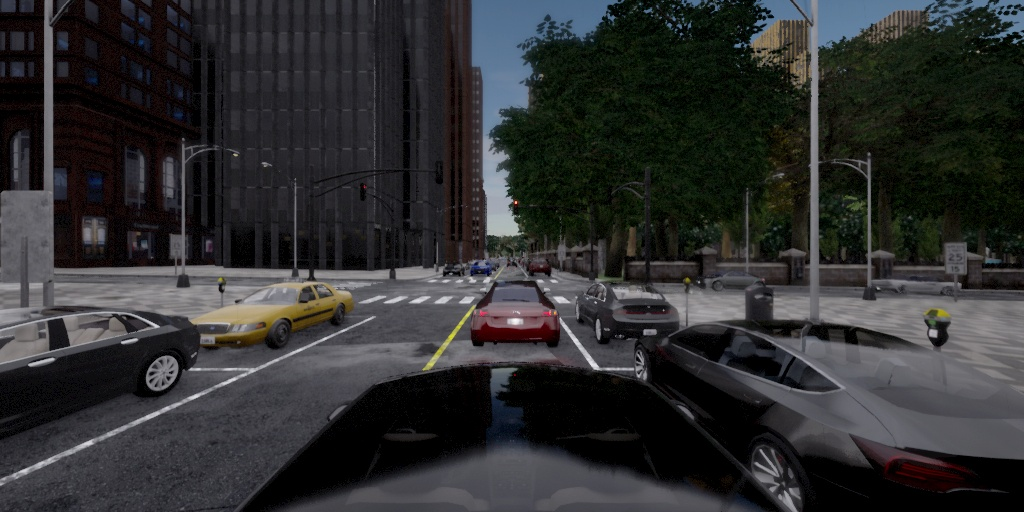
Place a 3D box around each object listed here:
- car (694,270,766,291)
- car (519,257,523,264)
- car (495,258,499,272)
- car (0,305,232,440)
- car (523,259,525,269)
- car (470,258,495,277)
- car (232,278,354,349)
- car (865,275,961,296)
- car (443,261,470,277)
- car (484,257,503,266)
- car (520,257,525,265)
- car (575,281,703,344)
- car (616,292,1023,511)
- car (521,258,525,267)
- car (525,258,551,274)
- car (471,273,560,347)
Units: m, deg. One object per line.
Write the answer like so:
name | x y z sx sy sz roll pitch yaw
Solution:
car | 14.597 1.636 24.162 4.181 1.385 1.994 1 0 0
car | 2.767 1.227 63.307 1.967 1.591 4.097 0 0 0
car | -3.088 1.334 47.106 1.994 1.385 4.181 0 0 0
car | -5.762 1.300 3.840 2.007 1.370 4.403 0 0 0
car | 2.766 1.335 46.938 1.948 1.339 4.313 0 0 0
car | -3.089 1.237 36.631 1.882 1.535 5.008 0 0 0
car | -5.762 1.275 9.182 1.751 1.417 4.829 0 0 0
car | 26.953 1.926 24.230 4.718 1.301 1.895 1 0 0
car | -5.760 1.324 36.017 1.948 1.339 4.313 0 0 0
car | -3.068 1.275 60.311 2.128 1.511 4.902 0 0 0
car | 2.767 1.332 57.851 2.007 1.370 4.403 0 0 0
car | 2.763 1.300 9.361 2.007 1.370 4.403 0 0 0
car | 2.763 1.316 3.848 1.948 1.339 4.313 0 0 0
car | 2.766 1.326 52.394 2.007 1.370 4.403 0 0 0
car | 2.765 1.073 36.025 2.192 1.841 5.009 0 0 0
car | 0.081 1.314 9.356 1.994 1.385 4.181 0 0 0
